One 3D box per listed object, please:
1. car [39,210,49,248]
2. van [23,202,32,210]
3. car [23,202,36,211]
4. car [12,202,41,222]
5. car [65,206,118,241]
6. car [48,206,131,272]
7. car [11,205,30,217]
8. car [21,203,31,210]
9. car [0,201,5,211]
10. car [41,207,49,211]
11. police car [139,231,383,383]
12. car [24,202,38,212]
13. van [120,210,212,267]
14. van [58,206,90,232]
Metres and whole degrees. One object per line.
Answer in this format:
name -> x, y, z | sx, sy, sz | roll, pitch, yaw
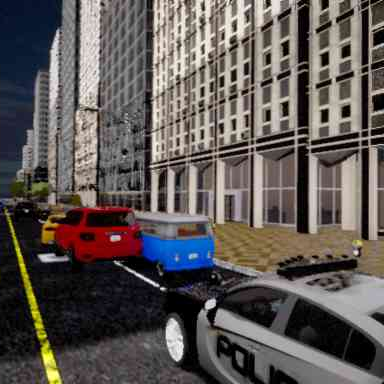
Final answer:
car -> -6.850, 1.930, 17.512 | 1.882, 1.535, 5.008 | 1, -2, -23
van -> -37.323, 3.193, 75.446 | 1.690, 1.788, 3.998 | 1, -1, -30
car -> -34.520, 3.049, 70.504 | 2.192, 1.841, 5.009 | 1, -1, -30
car -> -17.909, 2.102, 35.815 | 2.150, 2.045, 5.566 | 1, -2, -29
car -> -6.489, 1.862, 21.075 | 2.192, 1.841, 5.009 | 1, -1, -30
car -> -3.662, 1.547, 12.330 | 2.150, 2.045, 5.566 | 1, -2, -30
car -> -24.194, 2.640, 46.856 | 2.128, 1.511, 4.902 | 1, -2, -30
car -> -40.126, 3.410, 80.387 | 1.967, 1.590, 4.097 | 1, -1, -30
car -> -40.523, 2.893, 69.580 | 2.150, 2.045, 5.566 | 1, -2, -30
car -> -20.504, 2.692, 45.784 | 2.008, 1.369, 4.403 | 1, -1, -30
police car -> 1.288, 1.543, 3.747 | 1.930, 1.638, 5.238 | 1, -2, -30
car -> -31.717, 2.930, 65.561 | 2.192, 1.841, 5.009 | 1, -1, -30
van -> -0.883, 1.650, 11.188 | 1.690, 1.788, 3.998 | 1, -1, -30
van -> -9.292, 2.007, 26.017 | 1.690, 1.788, 3.998 | 1, -1, -30
